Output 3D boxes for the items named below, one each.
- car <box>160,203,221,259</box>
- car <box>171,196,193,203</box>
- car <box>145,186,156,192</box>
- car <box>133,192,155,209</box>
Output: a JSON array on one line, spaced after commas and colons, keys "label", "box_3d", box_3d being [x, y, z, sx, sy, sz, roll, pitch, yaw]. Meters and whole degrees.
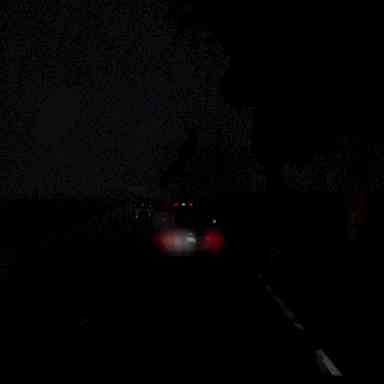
[{"label": "car", "box_3d": [-0.083, 1.349, 11.694, 2.033, 1.411, 5.357, 0, 1, -1]}, {"label": "car", "box_3d": [-0.834, 1.033, 29.352, 2.033, 1.411, 5.357, 0, 1, -3]}, {"label": "car", "box_3d": [-9.392, -0.370, 74.879, 2.150, 2.045, 5.566, 0, 2, -9]}, {"label": "car", "box_3d": [-4.833, 0.972, 33.677, 1.994, 1.385, 4.181, 0, 1, -4]}]
